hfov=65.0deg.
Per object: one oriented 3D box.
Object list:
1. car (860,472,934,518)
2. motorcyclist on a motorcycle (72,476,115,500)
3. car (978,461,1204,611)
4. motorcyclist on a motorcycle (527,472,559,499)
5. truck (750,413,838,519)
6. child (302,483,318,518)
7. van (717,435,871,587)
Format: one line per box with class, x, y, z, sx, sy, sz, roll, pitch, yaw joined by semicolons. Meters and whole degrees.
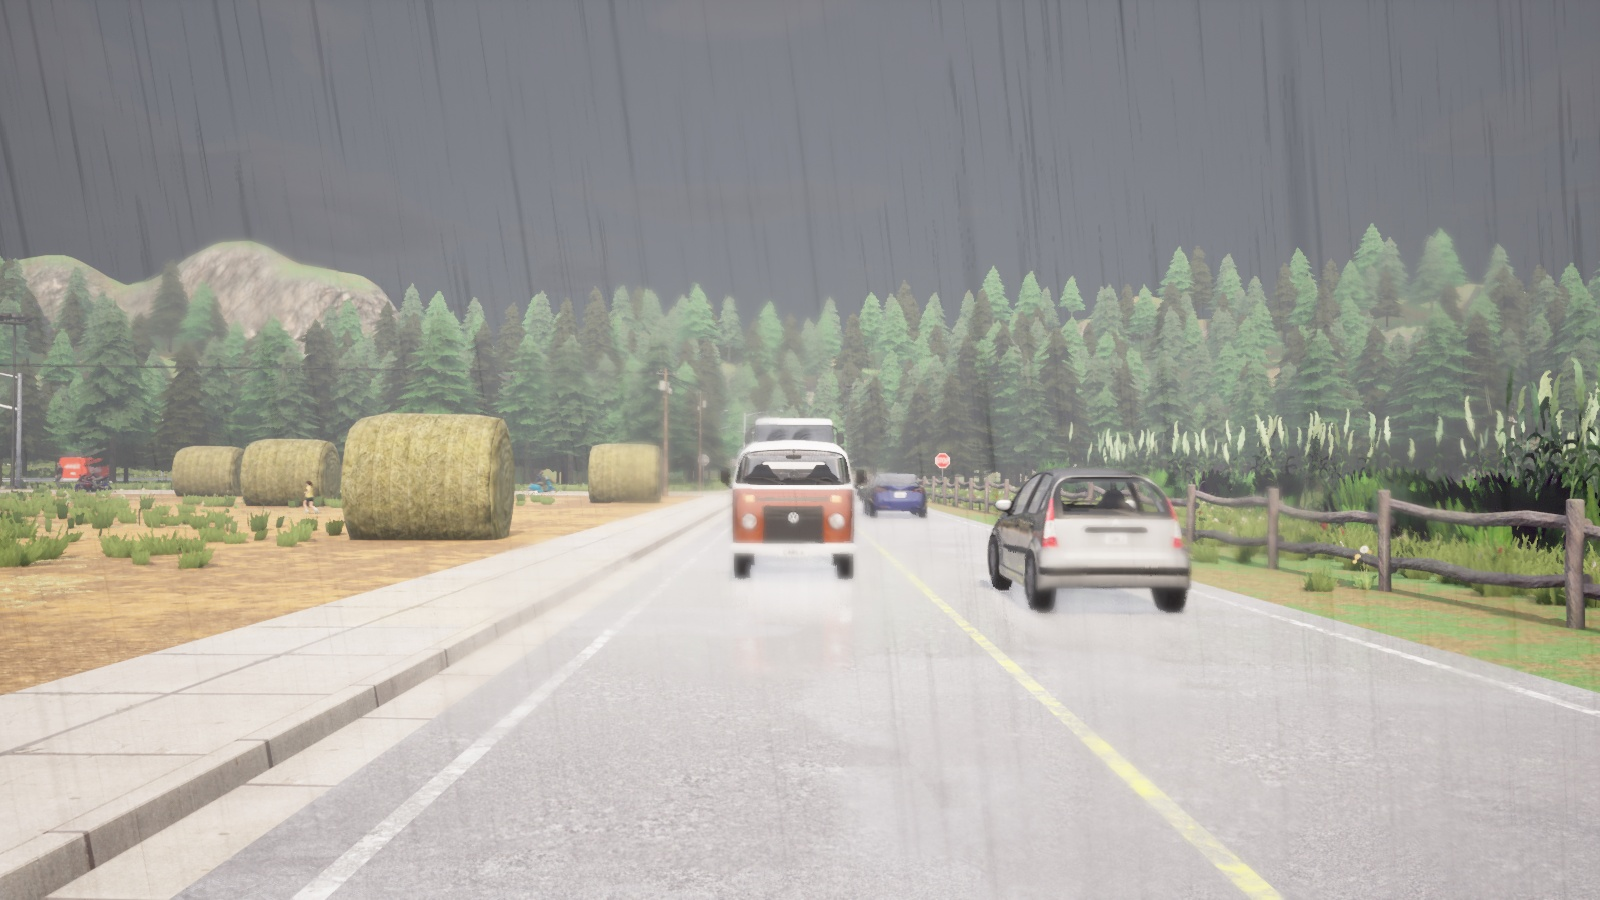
car;3.301;1.533;43.662;2.163;1.488;4.792;0;-1;0
motorcyclist on a motorcycle;-44.225;2.378;78.594;2.191;1.530;0.866;0;-1;-3
car;3.426;0.960;15.581;1.851;1.617;3.988;0;-1;0
motorcyclist on a motorcycle;-15.683;2.149;76.609;1.817;1.590;0.866;0;-1;-3
truck;-0.211;0.595;45.432;2.891;3.462;7.936;0;-1;0
child;-15.260;1.571;39.142;0.394;1.110;0.255;-1;-1;25
van;-0.091;0.859;19.154;2.069;2.038;4.480;0;-1;0
